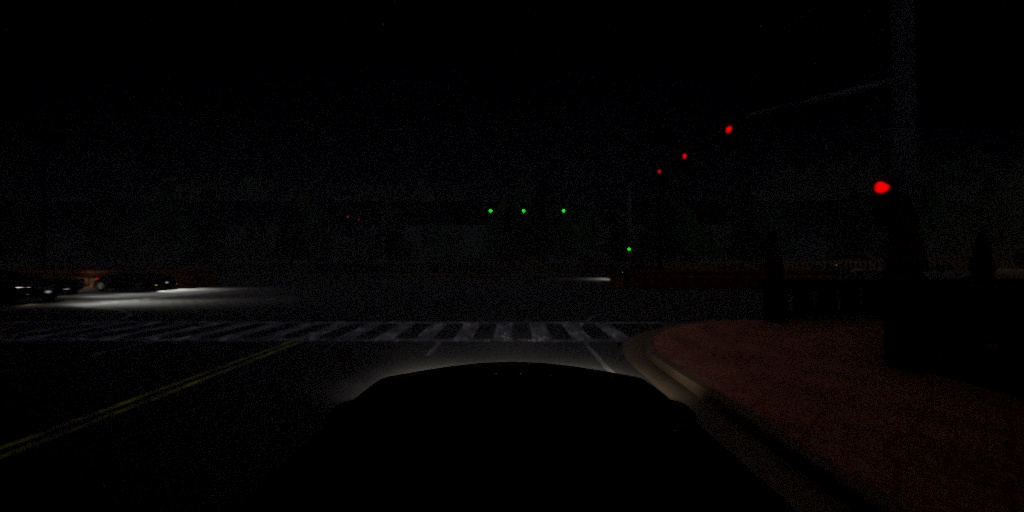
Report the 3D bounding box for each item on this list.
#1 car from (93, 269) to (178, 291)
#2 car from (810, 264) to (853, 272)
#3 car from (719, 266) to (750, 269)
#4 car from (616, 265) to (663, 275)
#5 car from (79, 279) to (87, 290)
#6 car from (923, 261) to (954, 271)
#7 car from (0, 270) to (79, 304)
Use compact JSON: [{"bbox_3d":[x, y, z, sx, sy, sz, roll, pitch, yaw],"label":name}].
[{"bbox_3d":[-25.006,1.577,23.938,4.181,1.385,1.994,0,-1,0],"label":"car"},{"bbox_3d":[33.104,1.644,37.898,4.892,1.490,1.837,-1,-1,0],"label":"car"},{"bbox_3d":[23.257,1.721,37.916,5.357,1.411,2.033,0,-1,0],"label":"car"},{"bbox_3d":[13.490,1.680,37.957,4.892,1.490,1.837,0,-1,0],"label":"car"},{"bbox_3d":[-27.550,1.573,20.451,4.718,1.301,1.895,0,-1,0],"label":"car"},{"bbox_3d":[43.483,1.266,37.872,4.902,1.511,2.128,-3,-1,0],"label":"car"},{"bbox_3d":[-24.274,1.422,16.923,4.902,1.511,2.128,0,-1,1],"label":"car"}]
